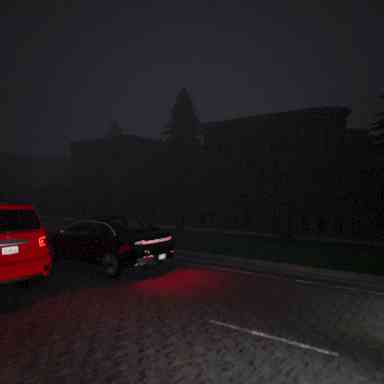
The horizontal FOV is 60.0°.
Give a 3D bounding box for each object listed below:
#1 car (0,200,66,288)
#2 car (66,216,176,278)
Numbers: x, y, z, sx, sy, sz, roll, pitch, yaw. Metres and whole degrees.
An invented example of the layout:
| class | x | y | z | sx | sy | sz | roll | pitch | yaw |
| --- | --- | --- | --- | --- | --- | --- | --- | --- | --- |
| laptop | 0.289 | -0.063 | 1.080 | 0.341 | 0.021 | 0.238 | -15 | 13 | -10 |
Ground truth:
| class | x | y | z | sx | sy | sz | roll | pitch | yaw |
| --- | --- | --- | --- | --- | --- | --- | --- | --- | --- |
| car | -5.675 | 1.220 | 7.999 | 5.566 | 2.045 | 2.150 | 0 | 0 | 36 |
| car | -2.747 | 1.491 | 10.199 | 4.902 | 1.511 | 2.128 | 0 | 0 | 36 |
